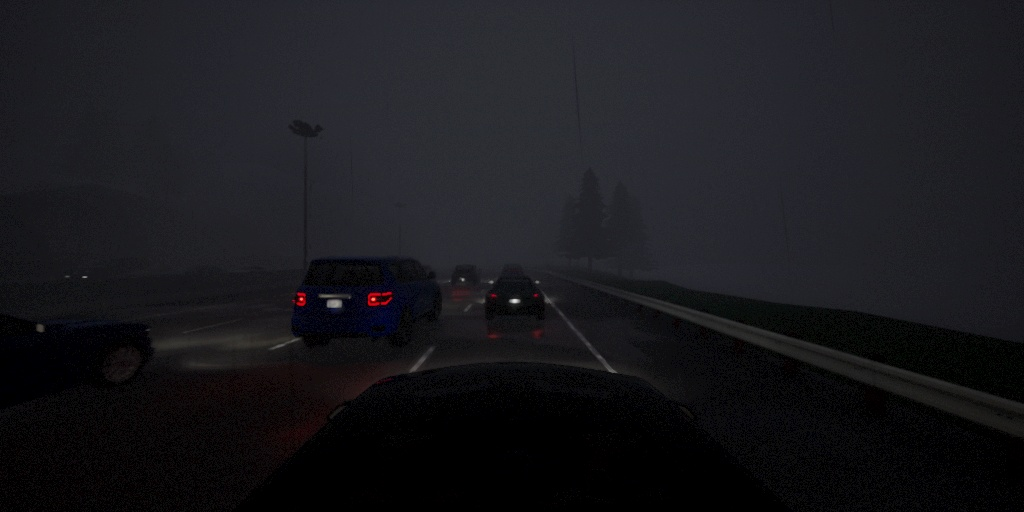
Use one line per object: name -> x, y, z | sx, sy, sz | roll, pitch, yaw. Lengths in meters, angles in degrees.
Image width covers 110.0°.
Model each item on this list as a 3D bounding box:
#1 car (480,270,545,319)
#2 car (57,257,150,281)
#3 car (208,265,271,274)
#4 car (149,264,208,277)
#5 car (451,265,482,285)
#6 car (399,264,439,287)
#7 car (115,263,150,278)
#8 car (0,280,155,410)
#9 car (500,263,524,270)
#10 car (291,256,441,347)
car -> 0.095, 1.376, 13.107 | 1.994, 1.385, 4.181 | 0, 0, 0
car -> -31.650, 1.113, 28.252 | 2.150, 2.045, 5.566 | 0, 0, -1
car -> -21.186, 1.420, 28.619 | 1.812, 1.442, 4.674 | 0, 0, -1
car -> -24.672, 1.368, 27.944 | 1.882, 1.535, 5.008 | 0, -1, -1
car -> -3.435, 1.394, 27.342 | 1.837, 1.490, 4.892 | 0, 0, -1
car -> -6.935, 1.394, 27.298 | 1.837, 1.490, 4.892 | 0, 0, -1
car -> -28.182, 1.458, 28.605 | 1.994, 1.385, 4.181 | 0, 0, -1
car -> -6.919, 1.239, 3.906 | 1.882, 1.535, 5.008 | 0, 0, 0
car -> 0.015, 1.383, 30.594 | 1.882, 1.535, 5.008 | 0, 0, -1
car -> -3.406, 1.015, 9.565 | 2.150, 2.045, 5.566 | 0, 0, 0
